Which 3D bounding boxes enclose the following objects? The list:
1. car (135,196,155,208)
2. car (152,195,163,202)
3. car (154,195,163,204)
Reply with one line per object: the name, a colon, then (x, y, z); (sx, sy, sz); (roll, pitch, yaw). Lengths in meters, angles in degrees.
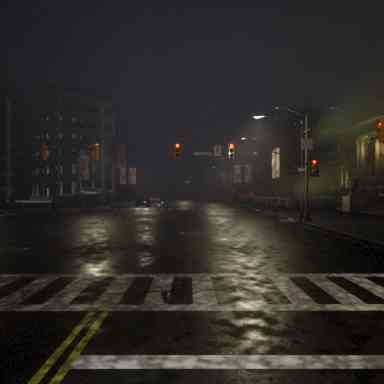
car: (-7.020, 1.548, 48.237); (2.033, 1.411, 5.357); (0, 0, 0)
car: (-7.957, 1.500, 76.394); (1.837, 1.490, 4.892); (0, 0, -14)
car: (-7.004, 1.477, 63.964); (1.882, 1.535, 5.008); (0, 0, 0)
